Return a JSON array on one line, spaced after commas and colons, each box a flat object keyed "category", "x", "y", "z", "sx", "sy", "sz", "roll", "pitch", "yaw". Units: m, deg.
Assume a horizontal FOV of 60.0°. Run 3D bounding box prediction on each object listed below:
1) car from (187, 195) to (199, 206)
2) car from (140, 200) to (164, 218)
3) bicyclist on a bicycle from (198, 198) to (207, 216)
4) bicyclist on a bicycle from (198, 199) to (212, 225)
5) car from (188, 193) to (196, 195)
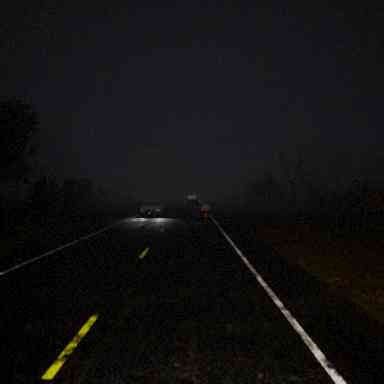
[{"category": "car", "x": 0.091, "y": 1.546, "z": 54.172, "sx": 1.895, "sy": 1.301, "sz": 4.718, "roll": 0, "pitch": 0, "yaw": 0}, {"category": "car", "x": -3.603, "y": 1.508, "z": 30.427, "sx": 1.812, "sy": 1.442, "sz": 4.674, "roll": 0, "pitch": 0, "yaw": 0}, {"category": "bicyclist on a bicycle", "x": 0.977, "y": 1.419, "z": 31.160, "sx": 0.866, "sy": 1.612, "sz": 1.509, "roll": 0, "pitch": 0, "yaw": 0}, {"category": "bicyclist on a bicycle", "x": 0.939, "y": 1.426, "z": 22.629, "sx": 0.866, "sy": 1.612, "sz": 1.509, "roll": 0, "pitch": 0, "yaw": 0}, {"category": "car", "x": -0.013, "y": 1.126, "z": 73.659, "sx": 2.150, "sy": 2.045, "sz": 5.566, "roll": 0, "pitch": 0, "yaw": 0}]
